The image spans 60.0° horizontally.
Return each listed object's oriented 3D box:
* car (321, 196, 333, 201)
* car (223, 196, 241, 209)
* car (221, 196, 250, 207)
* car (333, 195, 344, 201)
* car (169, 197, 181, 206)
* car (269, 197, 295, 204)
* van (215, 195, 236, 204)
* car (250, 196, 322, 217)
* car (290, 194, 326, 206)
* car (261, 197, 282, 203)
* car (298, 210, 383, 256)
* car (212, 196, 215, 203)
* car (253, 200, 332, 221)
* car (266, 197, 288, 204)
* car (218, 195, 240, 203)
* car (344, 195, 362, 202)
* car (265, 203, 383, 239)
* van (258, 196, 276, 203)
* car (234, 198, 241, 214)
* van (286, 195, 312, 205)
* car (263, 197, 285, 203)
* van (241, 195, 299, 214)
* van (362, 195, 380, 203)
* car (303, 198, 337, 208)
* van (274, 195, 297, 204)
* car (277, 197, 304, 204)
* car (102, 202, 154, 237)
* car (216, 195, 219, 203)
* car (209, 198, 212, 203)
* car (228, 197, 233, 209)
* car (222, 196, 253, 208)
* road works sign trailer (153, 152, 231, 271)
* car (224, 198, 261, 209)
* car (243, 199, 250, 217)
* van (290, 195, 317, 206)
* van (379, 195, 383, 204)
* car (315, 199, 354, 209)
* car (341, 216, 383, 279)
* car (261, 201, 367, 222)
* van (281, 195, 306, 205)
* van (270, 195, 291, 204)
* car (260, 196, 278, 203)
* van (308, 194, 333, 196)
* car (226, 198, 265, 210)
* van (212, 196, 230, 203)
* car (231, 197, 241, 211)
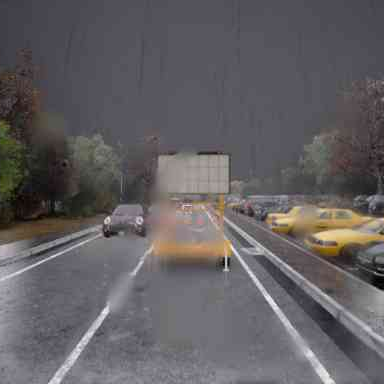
[{"bbox_3d":[20.227,1.626,44.526,5.008,1.535,2.097,0,0,0],"label":"car"},{"bbox_3d":[6.947,1.616,41.952,5.366,1.575,1.946,0,0,0],"label":"car"},{"bbox_3d":[7.205,1.567,55.831,4.553,1.767,2.185,0,0,0],"label":"car"},{"bbox_3d":[20.163,1.345,38.986,5.566,2.045,2.435,0,0,0],"label":"car"},{"bbox_3d":[-3.094,1.738,61.134,1.882,1.535,5.008,0,-1,1],"label":"car"},{"bbox_3d":[20.275,1.900,74.975,5.366,1.575,1.946,0,-1,0],"label":"car"},{"bbox_3d":[7.244,1.628,72.472,4.442,1.987,1.878,0,-1,0],"label":"van"},{"bbox_3d":[7.040,1.408,25.296,4.553,1.767,2.185,0,0,0],"label":"car"},{"bbox_3d":[20.308,1.448,58.503,5.566,2.045,2.435,0,0,0],"label":"car"},{"bbox_3d":[20.539,2.142,86.179,5.008,1.535,2.097,0,-1,0],"label":"car"},{"bbox_3d":[6.719,1.540,11.425,5.366,1.575,1.946,0,0,0],"label":"car"},{"bbox_3d":[7.348,1.500,66.936,5.566,2.045,2.435,0,0,0],"label":"car"},{"bbox_3d":[6.982,1.526,22.517,4.892,1.521,2.231,0,0,0],"label":"car"},{"bbox_3d":[20.496,2.022,80.514,4.892,1.521,2.231,0,-1,0],"label":"car"},{"bbox_3d":[7.010,1.660,50.280,5.366,1.575,1.946,0,0,0],"label":"car"},{"bbox_3d":[20.142,1.331,36.216,5.566,2.045,2.435,0,0,0],"label":"car"},{"bbox_3d":[6.762,1.523,17.098,5.366,1.575,1.946,0,0,0],"label":"car"},{"bbox_3d":[20.701,2.032,91.596,4.442,1.987,1.878,0,-1,0],"label":"van"},{"bbox_3d":[7.041,1.604,33.622,4.792,1.488,2.163,0,0,0],"label":"car"},{"bbox_3d":[20.494,1.502,63.917,4.442,1.987,1.878,0,0,0],"label":"van"},{"bbox_3d":[20.517,2.080,83.284,5.008,1.535,2.097,0,-1,0],"label":"car"},{"bbox_3d":[7.166,1.334,30.846,4.442,1.987,1.878,0,0,0],"label":"van"},{"bbox_3d":[20.032,1.341,33.448,4.442,1.987,1.878,0,0,0],"label":"van"},{"bbox_3d":[20.292,1.710,52.835,4.674,1.452,2.002,0,0,0],"label":"car"},{"bbox_3d":[20.322,1.618,72.212,4.442,1.987,1.878,0,-1,0],"label":"van"},{"bbox_3d":[20.424,1.784,69.437,5.008,1.535,2.097,0,-1,0],"label":"car"},{"bbox_3d":[-3.329,1.388,18.065,2.097,1.767,4.553,0,0,0],"label":"car"},{"bbox_3d":[7.252,1.707,58.607,5.008,1.535,2.097,0,0,0],"label":"car"},{"bbox_3d":[7.450,2.091,83.568,5.008,1.535,2.097,0,-1,0],"label":"car"},{"bbox_3d":[7.083,1.634,39.174,4.792,1.488,2.163,0,0,0],"label":"car"},{"bbox_3d":[7.185,1.552,53.055,4.553,1.767,2.185,0,0,0],"label":"car"},{"bbox_3d":[0.055,0.482,10.959,2.380,3.560,2.880,0,0,3],"label":"road works sign trailer"},{"bbox_3d":[7.168,1.649,47.502,4.892,1.521,2.231,0,0,0],"label":"car"},{"bbox_3d":[7.058,1.575,28.069,4.792,1.488,2.163,0,0,0],"label":"car"},{"bbox_3d":[20.474,1.488,61.272,4.442,1.987,1.878,0,0,0],"label":"van"},{"bbox_3d":[20.245,1.327,30.676,4.442,1.987,1.878,0,0,0],"label":"van"},{"bbox_3d":[20.257,1.681,47.421,4.674,1.452,2.002,0,0,0],"label":"car"},{"bbox_3d":[6.890,1.553,8.648,4.892,1.521,2.231,0,0,0],"label":"car"},{"bbox_3d":[7.152,1.519,19.748,5.366,1.575,1.946,0,0,0],"label":"car"},{"bbox_3d":[20.282,1.518,66.822,4.442,1.987,1.878,0,-1,0],"label":"van"},{"bbox_3d":[20.598,1.736,77.749,4.442,1.987,1.878,0,-1,0],"label":"van"},{"bbox_3d":[20.532,2.073,88.826,4.553,1.767,2.185,0,-1,0],"label":"car"},{"bbox_3d":[20.391,1.430,50.192,4.442,1.987,1.878,0,0,0],"label":"van"},{"bbox_3d":[7.160,1.635,44.726,4.892,1.521,2.231,0,0,0],"label":"car"},{"bbox_3d":[7.582,1.925,86.348,4.442,1.987,1.878,0,-1,0],"label":"van"},{"bbox_3d":[7.062,1.619,36.398,4.792,1.488,2.163,0,0,0],"label":"car"}]
